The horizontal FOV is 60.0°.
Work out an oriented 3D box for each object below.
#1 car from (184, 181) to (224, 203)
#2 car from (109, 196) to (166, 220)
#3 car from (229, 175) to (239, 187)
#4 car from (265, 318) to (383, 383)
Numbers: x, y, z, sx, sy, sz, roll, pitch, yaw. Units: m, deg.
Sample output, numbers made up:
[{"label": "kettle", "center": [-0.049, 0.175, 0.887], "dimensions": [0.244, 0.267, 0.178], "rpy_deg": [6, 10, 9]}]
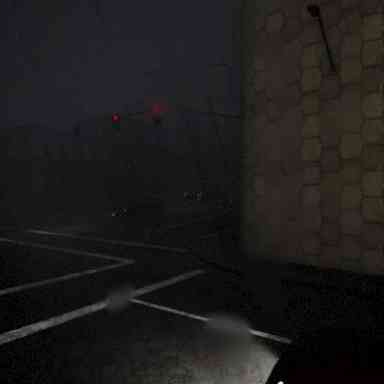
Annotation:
[{"label": "car", "center": [1.113, -0.096, 31.674], "dimensions": [2.097, 1.767, 4.553], "rpy_deg": [0, 9, 35]}, {"label": "car", "center": [-3.941, 1.087, 24.548], "dimensions": [2.128, 1.511, 4.902], "rpy_deg": [0, 5, 35]}, {"label": "car", "center": [6.138, -1.484, 38.764], "dimensions": [1.895, 1.301, 4.718], "rpy_deg": [0, 12, 36]}, {"label": "car", "center": [2.571, 1.562, 2.158], "dimensions": [4.181, 1.385, 1.994], "rpy_deg": [0, 0, 36]}]
